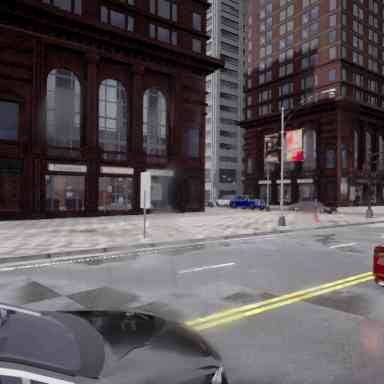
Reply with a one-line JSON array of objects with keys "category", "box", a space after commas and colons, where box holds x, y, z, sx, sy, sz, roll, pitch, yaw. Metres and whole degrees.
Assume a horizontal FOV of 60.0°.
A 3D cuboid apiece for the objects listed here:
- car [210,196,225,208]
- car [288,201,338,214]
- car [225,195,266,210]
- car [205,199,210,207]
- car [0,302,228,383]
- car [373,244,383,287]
[{"category": "car", "box": [5.891, 1.516, 53.225, 2.150, 2.045, 5.566, 1, -1, -35]}, {"category": "car", "box": [13.402, 1.725, 37.129, 2.033, 1.411, 5.357, 1, -1, -35]}, {"category": "car", "box": [7.524, 1.445, 45.407, 2.150, 2.045, 5.566, 1, -1, -35]}, {"category": "car", "box": [1.706, 1.834, 53.600, 1.994, 1.385, 4.181, 1, -1, -35]}, {"category": "car", "box": [-1.901, 1.492, 2.088, 4.902, 1.511, 2.128, 0, 0, -35]}, {"category": "car", "box": [6.271, 1.489, 7.905, 5.008, 1.535, 1.882, 0, 0, -35]}]
